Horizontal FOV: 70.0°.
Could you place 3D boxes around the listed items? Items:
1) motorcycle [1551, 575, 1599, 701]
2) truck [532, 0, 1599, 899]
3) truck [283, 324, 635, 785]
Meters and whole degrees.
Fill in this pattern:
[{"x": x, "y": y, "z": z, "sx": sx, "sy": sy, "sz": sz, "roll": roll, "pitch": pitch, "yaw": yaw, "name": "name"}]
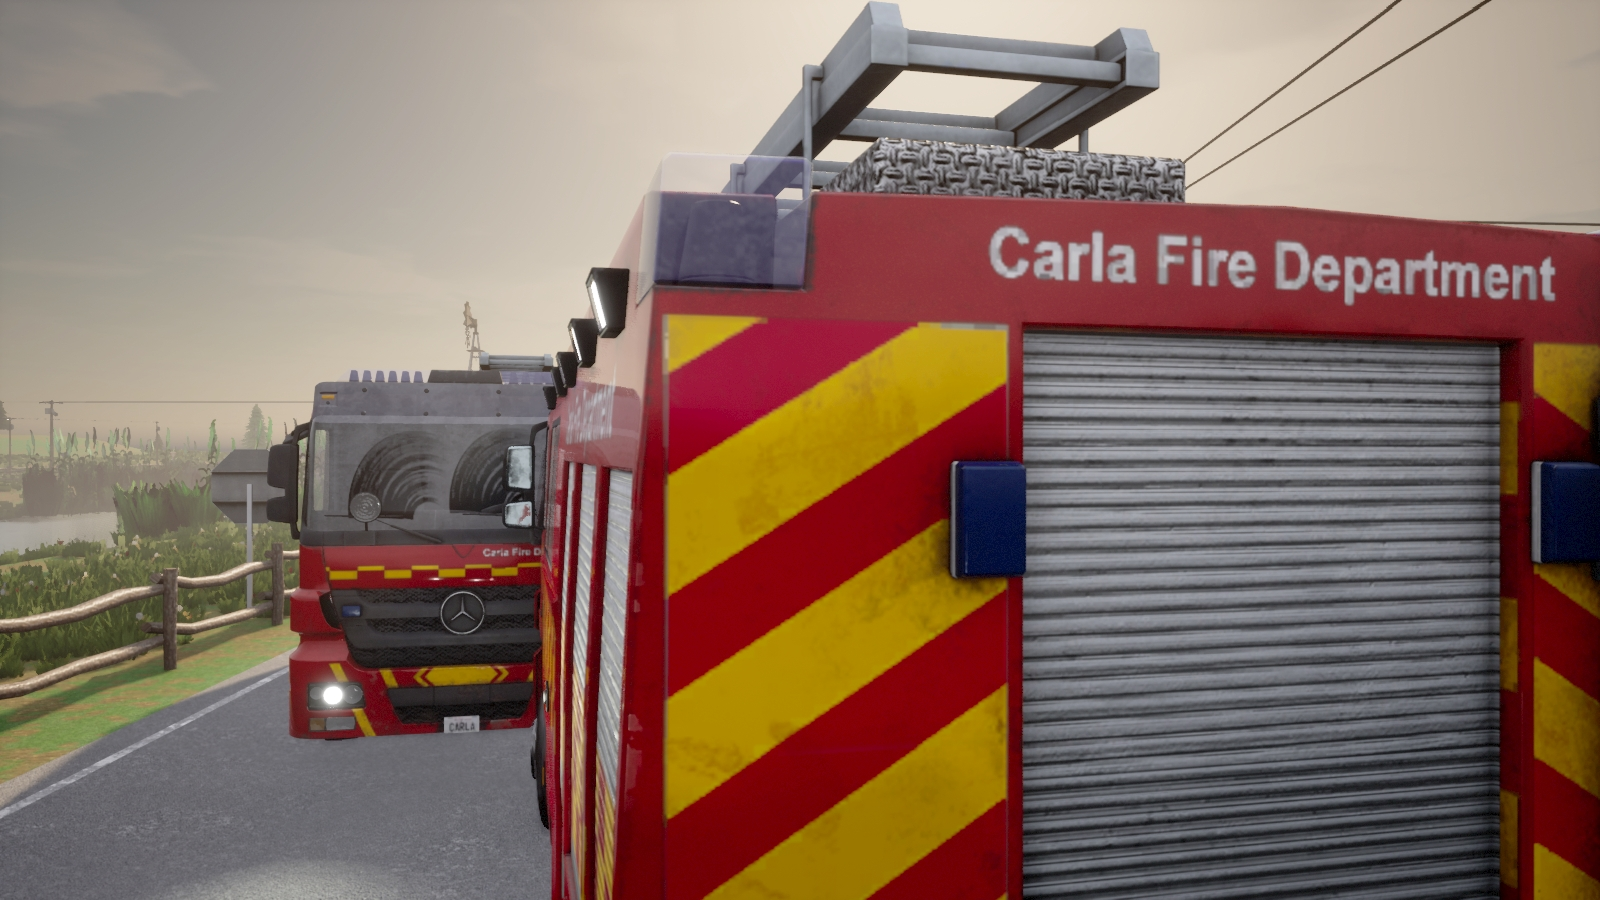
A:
[{"x": 9.800, "y": 2.142, "z": 13.159, "sx": 1.805, "sy": 1.316, "sz": 0.856, "roll": 0, "pitch": 0, "yaw": -7, "name": "motorcycle"}, {"x": -0.064, "y": 0.867, "z": 6.871, "sx": 2.891, "sy": 3.827, "sz": 8.468, "roll": 0, "pitch": 0, "yaw": -14, "name": "truck"}, {"x": -3.897, "y": 0.862, "z": 13.930, "sx": 2.891, "sy": 3.827, "sz": 8.468, "roll": 0, "pitch": 0, "yaw": -14, "name": "truck"}]
